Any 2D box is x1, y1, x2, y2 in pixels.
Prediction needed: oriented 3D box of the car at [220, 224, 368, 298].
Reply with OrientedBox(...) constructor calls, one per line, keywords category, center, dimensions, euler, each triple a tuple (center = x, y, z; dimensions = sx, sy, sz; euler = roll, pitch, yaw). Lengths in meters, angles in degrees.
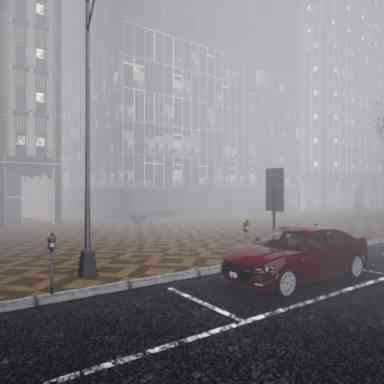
OrientedBox(category="car", center=(2.719, 1.545, 8.501), dimensions=(4.507, 1.381, 1.887), euler=(0, 0, -36))
